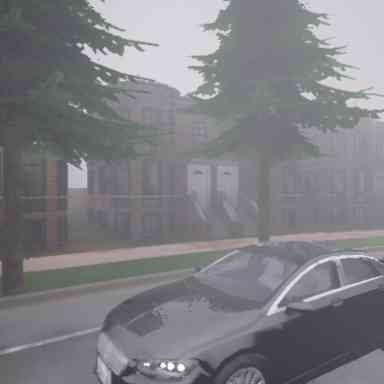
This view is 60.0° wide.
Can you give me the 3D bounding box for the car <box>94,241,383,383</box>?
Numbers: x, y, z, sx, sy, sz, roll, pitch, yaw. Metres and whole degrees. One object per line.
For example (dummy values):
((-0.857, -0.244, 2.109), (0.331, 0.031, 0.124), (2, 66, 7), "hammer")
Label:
((1.216, 1.490, 4.543), (4.902, 1.511, 2.128), (0, 0, -32), "car")
